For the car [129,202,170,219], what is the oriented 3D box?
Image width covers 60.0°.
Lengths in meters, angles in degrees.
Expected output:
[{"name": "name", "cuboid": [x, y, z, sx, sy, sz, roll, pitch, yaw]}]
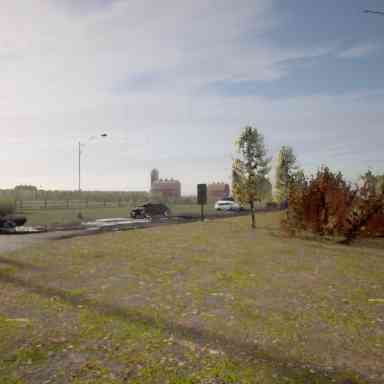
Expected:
[{"name": "car", "cuboid": [-4.016, 1.780, 32.197, 1.837, 1.490, 4.892, -1, -1, 32]}]

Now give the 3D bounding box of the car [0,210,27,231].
[{"name": "car", "cuboid": [-12.753, 1.737, 20.099, 4.718, 1.301, 1.895, 2, -3, -44]}]

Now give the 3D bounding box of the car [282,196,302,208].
[{"name": "car", "cuboid": [18.597, 1.783, 61.722, 2.150, 2.045, 5.566, -1, -1, 31]}]

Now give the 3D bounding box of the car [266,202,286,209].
[{"name": "car", "cuboid": [13.379, 1.965, 53.190, 1.837, 1.490, 4.892, -1, -1, 32]}]

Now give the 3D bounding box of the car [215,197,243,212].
[{"name": "car", "cuboid": [5.315, 1.670, 47.141, 2.150, 2.045, 5.566, -1, -2, 32]}]
